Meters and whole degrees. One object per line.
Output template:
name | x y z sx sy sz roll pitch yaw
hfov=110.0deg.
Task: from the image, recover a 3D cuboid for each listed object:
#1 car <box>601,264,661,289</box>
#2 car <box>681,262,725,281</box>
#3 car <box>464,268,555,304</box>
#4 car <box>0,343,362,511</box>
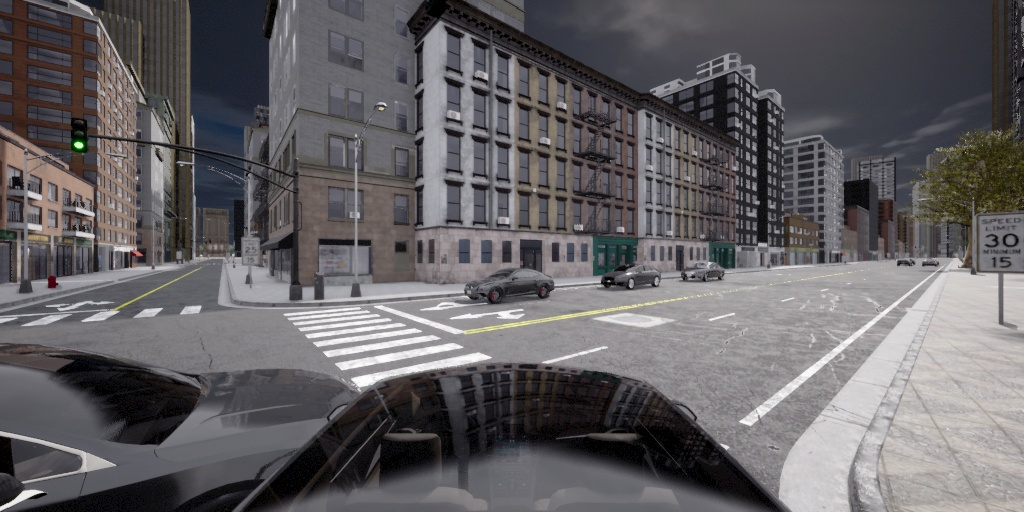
car | 7.690 1.259 22.977 4.892 1.490 1.837 0 0 -39
car | 15.710 1.236 29.435 4.902 1.511 2.128 0 0 -39
car | -0.011 1.287 16.765 4.674 1.442 1.812 0 0 -39
car | -3.219 1.257 1.799 4.892 1.490 1.837 0 0 -34
